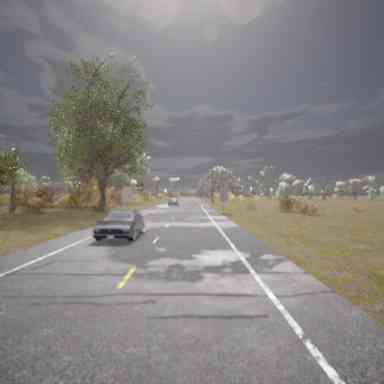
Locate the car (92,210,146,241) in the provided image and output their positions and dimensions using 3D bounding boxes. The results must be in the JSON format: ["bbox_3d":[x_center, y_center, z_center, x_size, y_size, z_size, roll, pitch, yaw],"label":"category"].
[{"bbox_3d":[-3.602,1.639,17.391,2.033,1.411,5.357,0,0,0],"label":"car"}]

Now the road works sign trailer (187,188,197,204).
[{"bbox_3d":[-0.004,0.868,72.330,2.380,3.560,2.880,0,0,0],"label":"road works sign trailer"}]

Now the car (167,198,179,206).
[{"bbox_3d":[-3.521,1.912,63.080,1.994,1.385,4.181,0,0,0],"label":"car"}]
